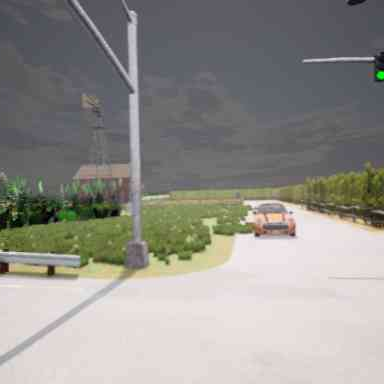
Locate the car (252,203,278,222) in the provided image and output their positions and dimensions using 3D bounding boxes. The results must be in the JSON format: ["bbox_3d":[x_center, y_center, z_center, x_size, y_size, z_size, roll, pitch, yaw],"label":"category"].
[{"bbox_3d":[6.187,1.713,28.600,1.895,1.301,4.718,-2,-1,10],"label":"car"}]

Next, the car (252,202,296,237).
[{"bbox_3d":[4.467,1.414,18.504,2.097,1.767,4.553,-2,-1,10],"label":"car"}]
